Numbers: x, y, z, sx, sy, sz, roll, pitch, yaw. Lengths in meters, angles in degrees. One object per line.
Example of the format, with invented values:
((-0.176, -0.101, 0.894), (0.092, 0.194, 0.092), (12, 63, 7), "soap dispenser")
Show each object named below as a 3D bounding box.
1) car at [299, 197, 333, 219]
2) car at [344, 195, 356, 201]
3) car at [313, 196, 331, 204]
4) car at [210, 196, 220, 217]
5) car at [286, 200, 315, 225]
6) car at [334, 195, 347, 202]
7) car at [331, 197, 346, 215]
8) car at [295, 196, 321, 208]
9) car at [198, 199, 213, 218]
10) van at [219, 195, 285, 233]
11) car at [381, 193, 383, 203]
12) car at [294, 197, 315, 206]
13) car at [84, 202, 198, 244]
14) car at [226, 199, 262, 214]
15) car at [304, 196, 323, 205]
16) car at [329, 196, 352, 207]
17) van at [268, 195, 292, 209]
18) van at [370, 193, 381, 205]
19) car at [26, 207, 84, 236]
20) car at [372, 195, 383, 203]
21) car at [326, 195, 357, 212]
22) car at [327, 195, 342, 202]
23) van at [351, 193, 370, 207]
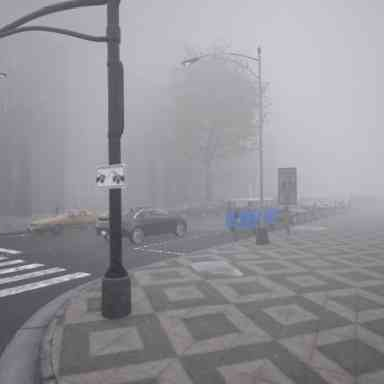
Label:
((9.745, 1.385, 27.153), (1.887, 1.381, 4.507), (-1, 0, 36), "car")
((39.575, 1.401, 83.153), (2.008, 1.369, 4.403), (-1, -1, 36), "car")
((24.259, 1.453, 61.889), (2.008, 1.369, 4.403), (-1, -1, 36), "car")
((2.619, 1.307, 31.848), (2.192, 1.841, 5.009), (-1, 0, 36), "car")
((6.582, 1.422, 22.760), (1.947, 1.339, 4.313), (-1, 0, 36), "car")
((33.211, 1.415, 74.317), (1.887, 1.381, 4.507), (-1, -1, 36), "car")
((12.910, 1.408, 31.546), (1.802, 1.307, 4.206), (-1, 0, 36), "car")
((15.996, 1.386, 45.695), (2.128, 1.511, 4.902), (-1, -1, 36), "car")
((-0.469, 1.552, 27.555), (1.887, 1.381, 4.507), (-1, 0, 36), "car")
((3.416, 1.212, 18.370), (1.690, 1.788, 3.998), (-1, 0, 36), "van")
((31.990, 1.274, 58.039), (1.752, 1.417, 4.829), (-1, -1, 36), "car")
((18.077, 1.492, 53.305), (1.947, 1.339, 4.313), (-1, 0, 36), "car")
((-2.142, 1.429, 15.379), (2.128, 1.511, 4.902), (-1, -1, 36), "car")
((5.713, 1.529, 36.139), (2.008, 1.369, 4.403), (-1, 0, 36), "car")
((21.069, 1.440, 57.459), (1.752, 1.417, 4.829), (-1, -1, 36), "car")
((21.839, 1.376, 48.674), (2.033, 1.411, 5.357), (-1, -1, 36), "car")
((11.892, 1.292, 44.723), (1.690, 1.788, 3.998), (-1, 0, 36), "van")
((28.725, 1.102, 53.510), (1.690, 1.788, 3.998), (-1, -1, 36), "van")
((-6.757, 1.564, 18.836), (1.752, 1.417, 4.829), (-1, 0, 36), "car")
((35.055, 1.304, 62.293), (1.947, 1.339, 4.313), (-1, -1, 36), "car")
((16.073, 1.363, 35.938), (2.008, 1.369, 4.403), (-1, 0, 36), "car")
((30.029, 1.432, 69.900), (2.008, 1.369, 4.403), (-1, -1, 36), "car")
((22.397, 1.127, 44.725), (1.690, 1.788, 3.998), (-1, 0, 36), "van")
